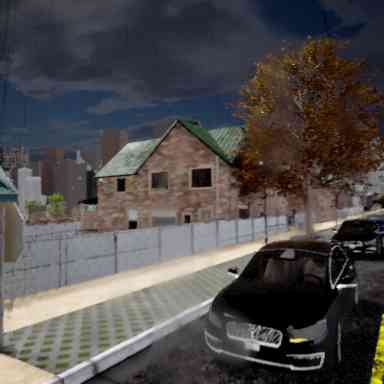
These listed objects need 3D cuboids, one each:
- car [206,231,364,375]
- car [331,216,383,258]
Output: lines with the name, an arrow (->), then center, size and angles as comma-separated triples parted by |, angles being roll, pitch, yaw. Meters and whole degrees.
car -> 1.982, 1.751, 6.296 | 1.837, 1.490, 4.892 | -2, -2, 30
car -> 7.812, 2.064, 15.558 | 1.837, 1.490, 4.892 | -3, -3, 33
